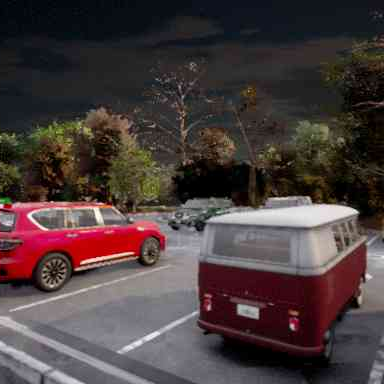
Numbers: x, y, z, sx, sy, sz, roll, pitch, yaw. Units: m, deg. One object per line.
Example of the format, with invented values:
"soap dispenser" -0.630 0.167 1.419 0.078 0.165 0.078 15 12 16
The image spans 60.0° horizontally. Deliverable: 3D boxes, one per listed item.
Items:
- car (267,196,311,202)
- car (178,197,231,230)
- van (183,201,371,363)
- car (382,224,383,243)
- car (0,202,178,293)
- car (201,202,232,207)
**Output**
"car" 5.227 1.286 18.563 2.435 2.045 5.566 -1 -1 35
"car" 0.753 1.372 21.695 2.435 2.045 5.566 -1 -1 35
"van" 1.962 1.263 6.024 1.878 1.987 4.442 -1 0 35
"car" 10.022 1.479 15.436 1.946 1.575 5.366 -1 0 35
"car" -3.149 1.305 9.521 2.435 2.045 5.566 -1 -1 35
"car" 2.956 1.580 20.180 2.231 1.521 4.892 -1 -1 35
